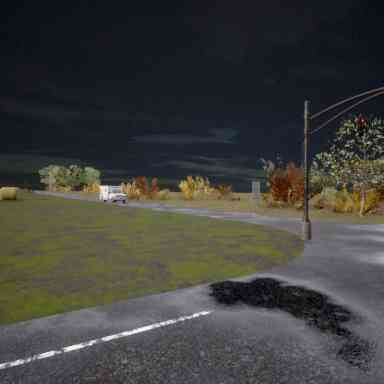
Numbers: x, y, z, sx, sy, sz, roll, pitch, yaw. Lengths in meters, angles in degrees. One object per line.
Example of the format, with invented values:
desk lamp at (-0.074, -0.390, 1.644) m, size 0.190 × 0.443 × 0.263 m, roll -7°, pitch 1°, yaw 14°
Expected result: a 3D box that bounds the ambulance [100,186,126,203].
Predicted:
ambulance at (-11.912, 0.341, 50.044) m, size 2.351 × 2.431 × 6.366 m, roll 2°, pitch 0°, yaw -32°
